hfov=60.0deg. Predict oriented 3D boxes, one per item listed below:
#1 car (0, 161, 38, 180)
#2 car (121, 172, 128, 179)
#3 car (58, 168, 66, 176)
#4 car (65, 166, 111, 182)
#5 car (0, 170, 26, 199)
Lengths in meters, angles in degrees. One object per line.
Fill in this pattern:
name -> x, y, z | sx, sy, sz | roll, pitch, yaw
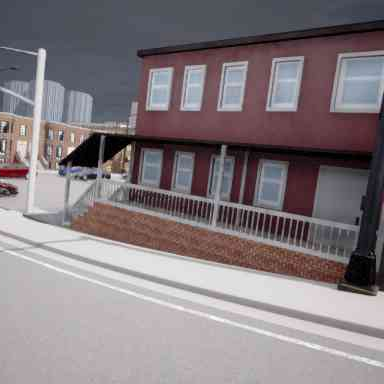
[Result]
car -> -17.354, -2.058, 31.666 | 1.882, 1.535, 5.008 | 10, 6, 35
car -> -8.417, -2.549, 49.939 | 2.128, 1.511, 4.902 | 10, 6, 36
car -> -14.293, -2.570, 41.826 | 1.882, 1.535, 5.008 | 10, 6, 36
car -> -11.837, -2.040, 39.315 | 2.128, 1.511, 4.902 | 10, 6, 35
car -> -13.117, -0.415, 19.473 | 2.033, 1.411, 5.357 | 10, 6, 35
